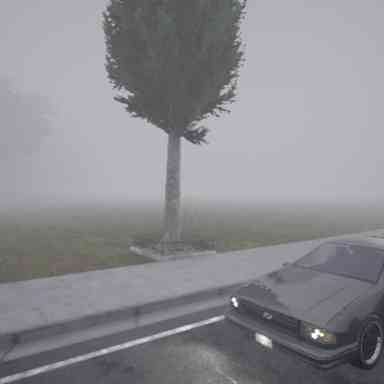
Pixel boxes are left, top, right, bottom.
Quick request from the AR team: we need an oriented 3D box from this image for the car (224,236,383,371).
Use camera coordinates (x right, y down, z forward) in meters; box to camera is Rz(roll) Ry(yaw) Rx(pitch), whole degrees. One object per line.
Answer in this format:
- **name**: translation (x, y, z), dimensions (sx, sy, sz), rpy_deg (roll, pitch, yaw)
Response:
- **car**: translation (3.108, 1.542, 5.869), dimensions (5.357, 1.411, 2.033), rpy_deg (0, 0, -35)
